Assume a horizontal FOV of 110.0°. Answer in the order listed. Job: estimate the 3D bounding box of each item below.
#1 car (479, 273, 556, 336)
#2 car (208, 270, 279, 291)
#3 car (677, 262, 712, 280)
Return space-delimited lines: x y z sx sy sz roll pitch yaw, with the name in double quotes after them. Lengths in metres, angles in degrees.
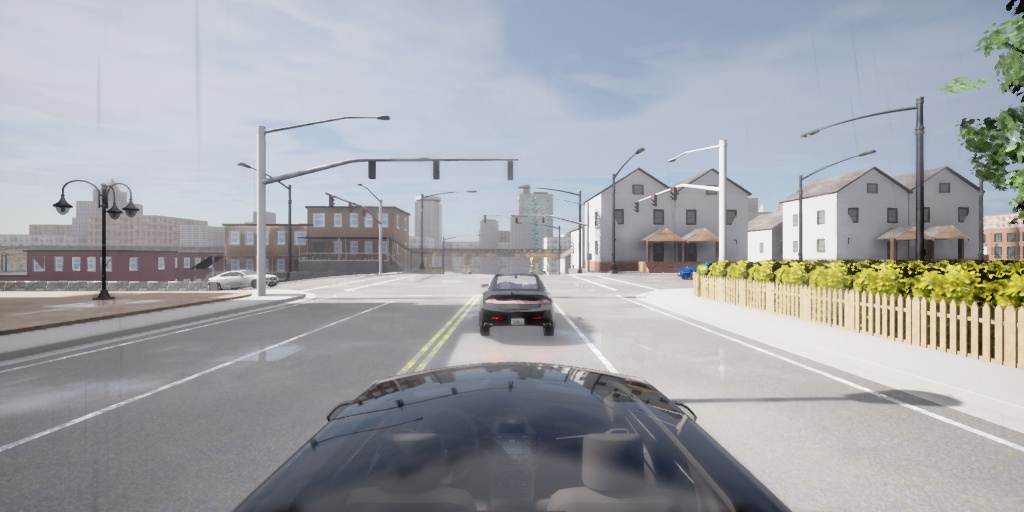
0.118 1.242 10.372 2.128 1.511 4.902 0 0 0 "car"
-19.659 1.742 26.244 4.674 1.442 1.812 -4 0 1 "car"
16.668 1.228 30.409 5.008 1.535 1.882 0 0 -1 "car"
